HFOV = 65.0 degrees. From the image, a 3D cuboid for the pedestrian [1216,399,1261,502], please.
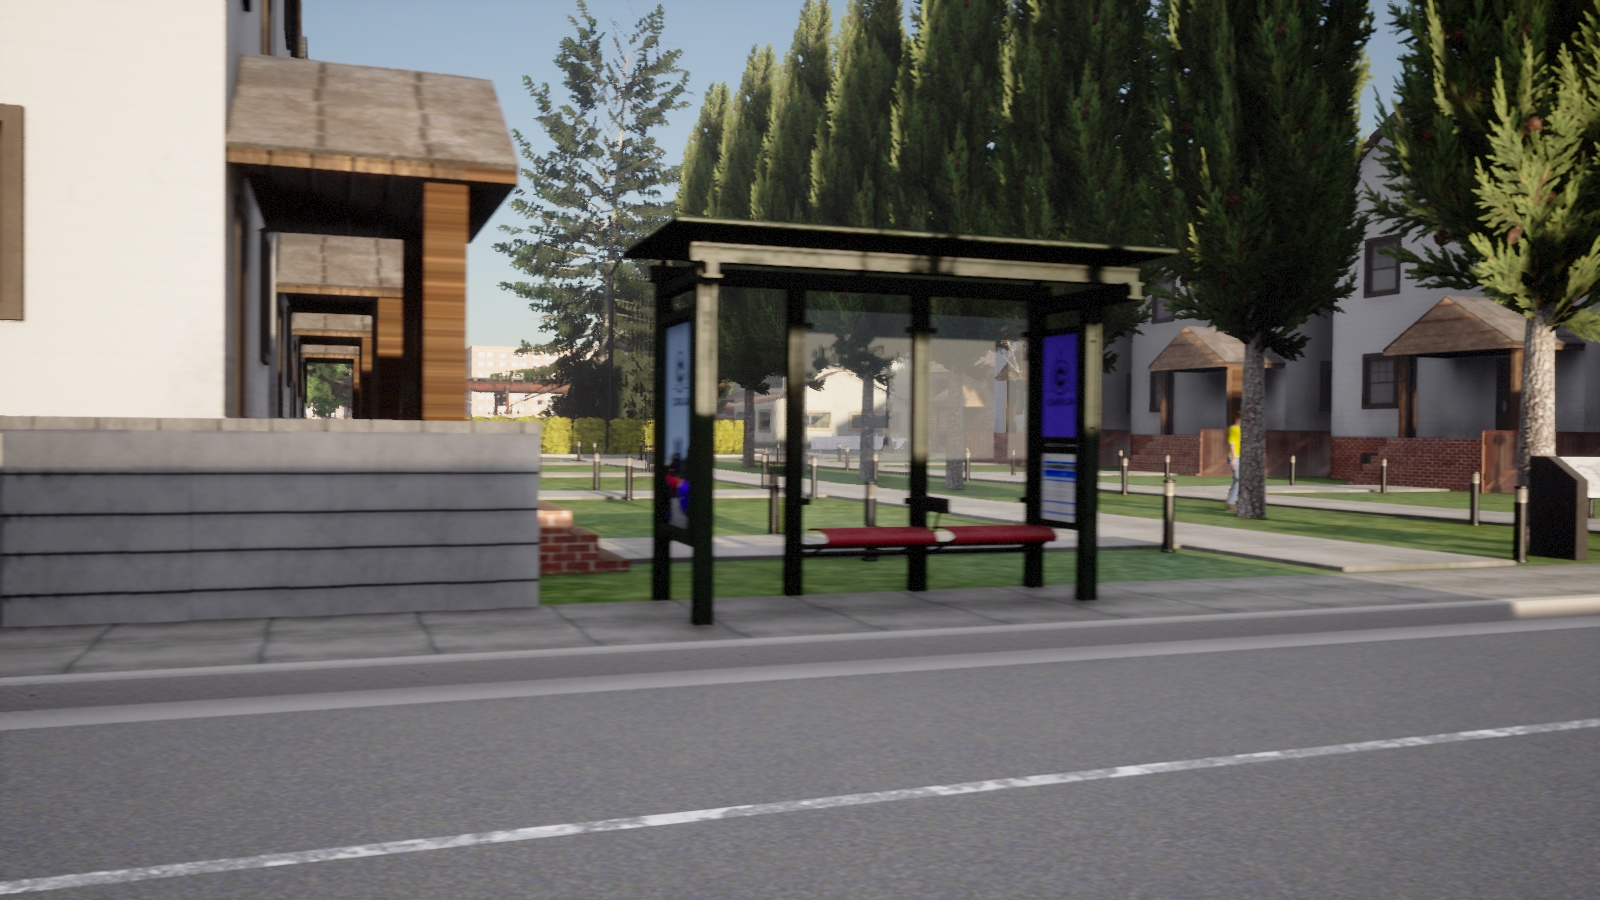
[{"bbox_3d":[7.953,0.005,22.772,0.706,1.836,0.354,0,1,33],"label":"pedestrian"}]
